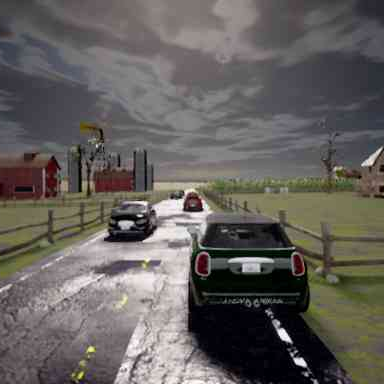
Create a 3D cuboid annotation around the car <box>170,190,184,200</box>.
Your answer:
[{"bbox_3d":[-2.753,0.641,58.594,1.994,1.385,4.181,0,1,0],"label":"car"}]

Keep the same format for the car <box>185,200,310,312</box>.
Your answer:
[{"bbox_3d":[0.972,1.225,7.573,2.097,1.767,4.553,0,1,0],"label":"car"}]

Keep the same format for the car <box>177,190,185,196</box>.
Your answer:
[{"bbox_3d":[-2.660,0.251,82.294,1.812,1.442,4.674,0,1,0],"label":"car"}]

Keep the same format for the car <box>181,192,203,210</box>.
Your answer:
[{"bbox_3d":[0.094,0.997,32.922,1.812,1.442,4.674,0,1,0],"label":"car"}]

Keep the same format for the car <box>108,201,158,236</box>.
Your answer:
[{"bbox_3d":[-2.830,1.219,16.637,2.128,1.511,4.902,0,1,0],"label":"car"}]
